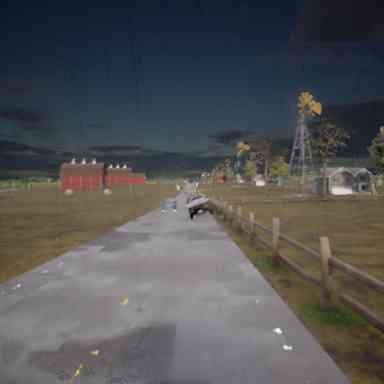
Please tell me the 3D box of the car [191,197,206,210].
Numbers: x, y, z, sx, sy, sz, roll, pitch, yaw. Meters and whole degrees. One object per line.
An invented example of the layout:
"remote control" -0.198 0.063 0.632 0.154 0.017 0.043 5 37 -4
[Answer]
"car" 0.816 1.476 44.350 1.837 1.490 4.892 0 0 0

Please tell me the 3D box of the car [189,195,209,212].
"car" 0.742 1.310 38.309 2.097 1.767 4.553 -1 0 0

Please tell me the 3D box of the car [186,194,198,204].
"car" -0.013 1.268 64.758 2.097 1.767 4.553 0 0 0

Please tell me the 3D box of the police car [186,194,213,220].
"police car" 0.562 1.197 28.429 1.930 1.638 5.238 -18 3 1

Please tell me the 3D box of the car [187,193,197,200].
"car" -0.016 1.103 79.782 2.128 1.511 4.902 0 1 0

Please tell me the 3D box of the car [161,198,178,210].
"car" -2.842 1.498 42.616 1.812 1.442 4.674 0 0 0
